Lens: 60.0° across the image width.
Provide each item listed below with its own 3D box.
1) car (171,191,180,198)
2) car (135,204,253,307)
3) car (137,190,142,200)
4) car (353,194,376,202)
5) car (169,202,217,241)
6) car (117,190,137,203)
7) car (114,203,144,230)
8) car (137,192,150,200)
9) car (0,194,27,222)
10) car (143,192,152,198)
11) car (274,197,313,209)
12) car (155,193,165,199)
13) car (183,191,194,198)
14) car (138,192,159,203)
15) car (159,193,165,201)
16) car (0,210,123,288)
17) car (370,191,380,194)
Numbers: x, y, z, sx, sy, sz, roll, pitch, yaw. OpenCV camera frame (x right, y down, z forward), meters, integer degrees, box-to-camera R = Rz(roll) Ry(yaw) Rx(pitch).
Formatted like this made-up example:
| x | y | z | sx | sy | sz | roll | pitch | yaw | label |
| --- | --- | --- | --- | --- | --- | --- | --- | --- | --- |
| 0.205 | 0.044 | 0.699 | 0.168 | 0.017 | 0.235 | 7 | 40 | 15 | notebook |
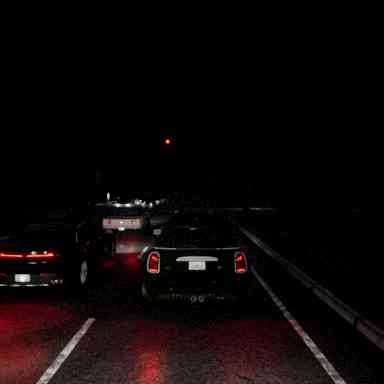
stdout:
| x | y | z | sx | sy | sz | roll | pitch | yaw | label |
| --- | --- | --- | --- | --- | --- | --- | --- | --- | --- |
| -4.145 | 0.681 | 85.372 | 1.882 | 1.535 | 5.008 | 0 | 1 | -4 | car |
| 0.087 | 1.323 | 8.068 | 2.097 | 1.767 | 4.553 | 0 | 0 | 0 | car |
| -10.685 | 0.709 | 63.287 | 2.150 | 2.045 | 5.566 | 0 | 1 | 0 | car |
| 18.788 | 1.226 | 35.827 | 4.902 | 1.511 | 2.128 | 0 | 1 | -3 | car |
| 0.060 | 1.388 | 17.264 | 2.128 | 1.511 | 4.902 | 0 | 0 | 1 | car |
| -10.699 | 0.928 | 53.847 | 2.097 | 1.767 | 4.553 | 0 | 0 | 0 | car |
| -3.437 | 1.487 | 18.441 | 1.895 | 1.301 | 4.718 | 0 | 1 | 0 | car |
| -10.737 | 0.894 | 73.512 | 2.128 | 1.511 | 4.902 | 0 | 1 | -1 | car |
| -10.348 | 1.127 | 16.194 | 2.150 | 2.045 | 5.566 | 0 | 0 | 4 | car |
| -11.073 | 0.749 | 83.734 | 1.812 | 1.442 | 4.674 | 0 | 1 | -2 | car |
| 12.124 | 1.306 | 39.143 | 4.718 | 1.301 | 1.895 | 0 | 1 | -3 | car |
| -7.307 | 0.870 | 76.490 | 2.033 | 1.411 | 5.357 | 0 | 1 | -1 | car |
| -0.686 | 0.707 | 86.072 | 1.812 | 1.442 | 4.674 | 0 | 1 | -4 | car |
| -7.204 | 1.105 | 55.995 | 2.033 | 1.411 | 5.357 | 0 | 1 | 0 | car |
| -7.176 | 1.005 | 66.063 | 2.033 | 1.411 | 5.357 | 0 | 1 | 1 | car |
| -3.415 | 1.468 | 9.120 | 1.837 | 1.490 | 4.892 | 0 | 0 | 0 | car |
| 21.874 | 0.922 | 39.711 | 5.566 | 2.045 | 2.150 | 0 | 1 | -3 | car |
